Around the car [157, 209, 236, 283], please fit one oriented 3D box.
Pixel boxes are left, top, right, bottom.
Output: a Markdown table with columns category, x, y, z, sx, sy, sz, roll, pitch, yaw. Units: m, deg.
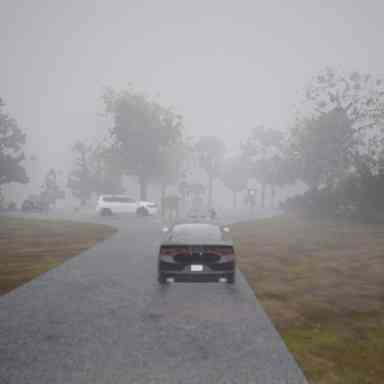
| category | x | y | z | sx | sy | sz | roll | pitch | yaw |
| --- | --- | --- | --- | --- | --- | --- | --- | --- | --- |
| car | 0.122 | 1.504 | 9.738 | 1.882 | 1.535 | 5.008 | 0 | 0 | 0 |

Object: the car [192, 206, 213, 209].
| category | x | y | z | sx | sy | sz | roll | pitch | yaw |
| --- | --- | --- | --- | --- | --- | --- | --- | --- | --- |
| car | 0.682 | 1.605 | 21.583 | 2.033 | 1.411 | 5.357 | 0 | 0 | 7 |

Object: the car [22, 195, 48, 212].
| category | x | y | z | sx | sy | sz | roll | pitch | yaw |
| --- | --- | --- | --- | --- | --- | --- | --- | --- | --- |
| car | -19.181 | 1.333 | 40.865 | 2.150 | 2.045 | 5.566 | 0 | 0 | -14 |

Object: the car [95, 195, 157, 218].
| category | x | y | z | sx | sy | sz | roll | pitch | yaw |
| --- | --- | --- | --- | --- | --- | --- | --- | --- | --- |
| car | -6.068 | 1.306 | 30.597 | 5.566 | 2.045 | 2.150 | 0 | 0 | 4 |
